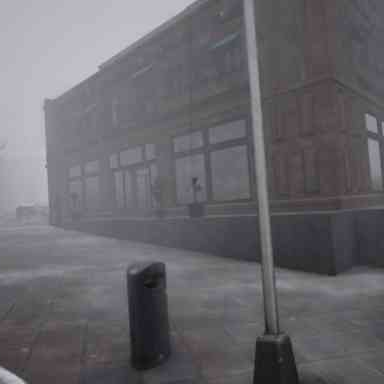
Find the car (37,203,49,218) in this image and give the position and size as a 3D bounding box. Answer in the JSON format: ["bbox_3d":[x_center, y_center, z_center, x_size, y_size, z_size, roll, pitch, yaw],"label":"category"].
[{"bbox_3d":[-13.616,1.753,33.724,1.994,1.385,4.181,-3,0,-4],"label":"car"}]

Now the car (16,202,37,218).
[{"bbox_3d":[-17.083,1.853,35.594,1.882,1.535,5.008,-3,0,-9],"label":"car"}]
